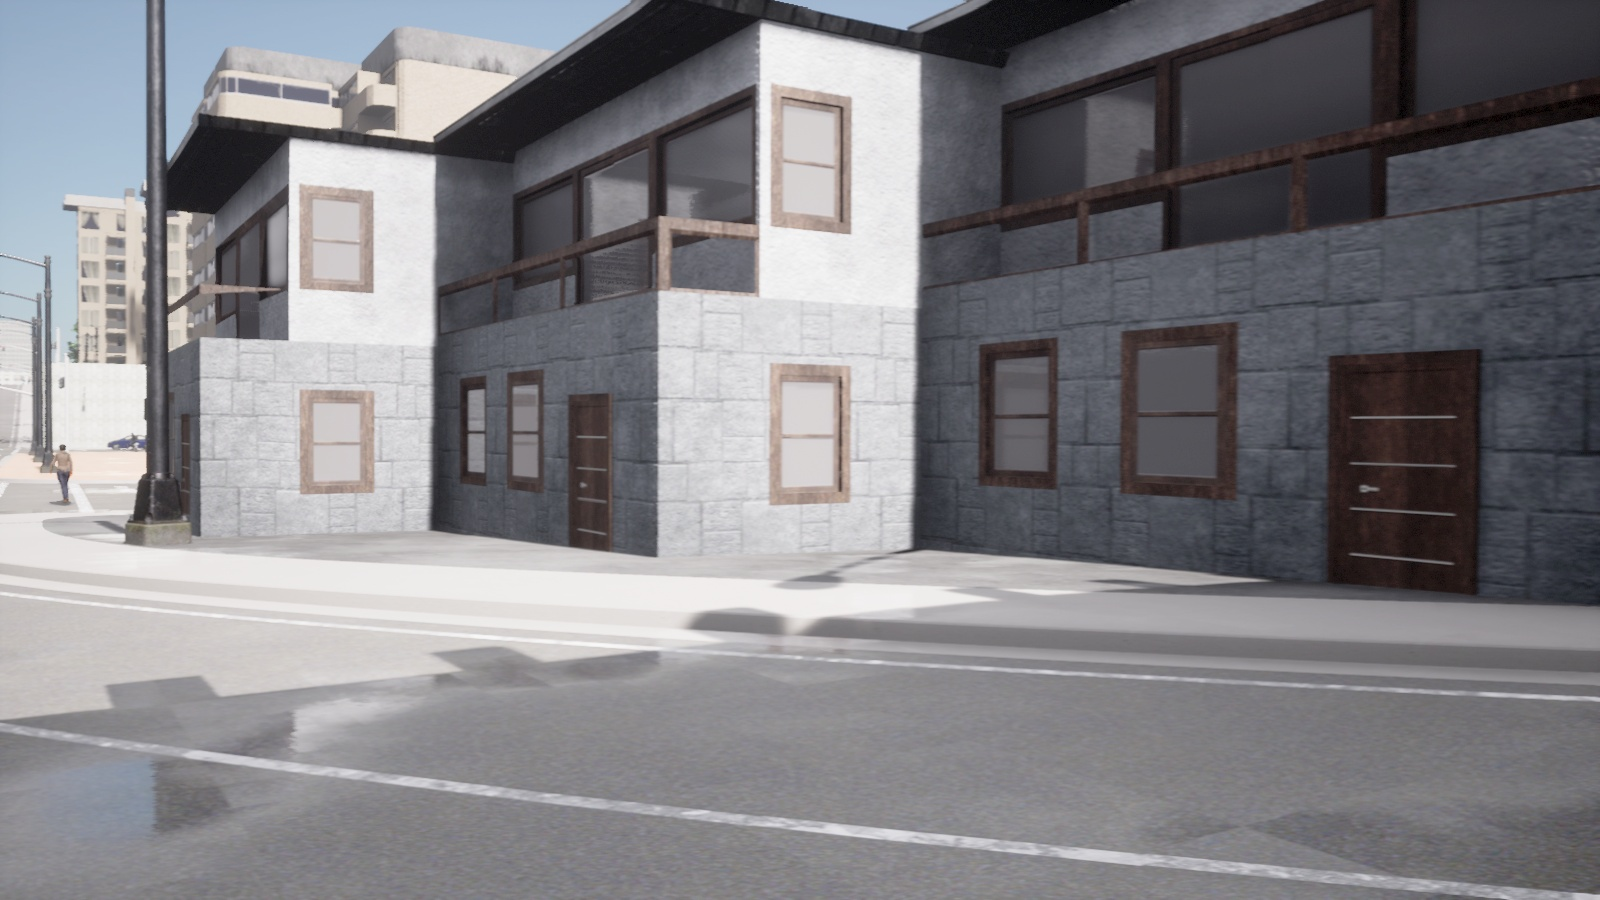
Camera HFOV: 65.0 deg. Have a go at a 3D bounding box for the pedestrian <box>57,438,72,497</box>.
[{"bbox_3d":[-22.759,0.540,38.863,0.328,1.805,0.869,0,1,-36],"label":"pedestrian"}]
